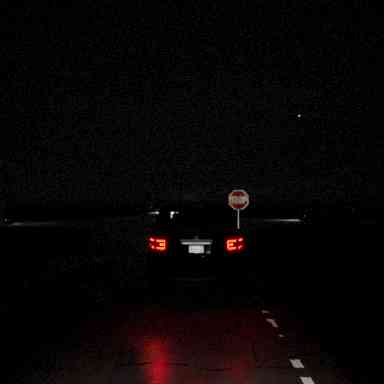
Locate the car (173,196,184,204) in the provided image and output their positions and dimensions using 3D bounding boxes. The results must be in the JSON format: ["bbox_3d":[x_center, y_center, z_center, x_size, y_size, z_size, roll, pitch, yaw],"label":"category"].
[{"bbox_3d":[-2.761,1.599,69.177,2.033,1.411,5.357,0,0,0],"label":"car"}]

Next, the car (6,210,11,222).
[{"bbox_3d":[-15.424,1.424,23.602,4.553,1.767,2.097,0,-1,-2],"label":"car"}]

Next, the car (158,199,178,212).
[{"bbox_3d":[-2.839,1.590,40.091,1.994,1.385,4.181,0,0,0],"label":"car"}]

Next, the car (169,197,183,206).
[{"bbox_3d":[-2.788,1.592,58.686,2.033,1.411,5.357,0,0,1],"label":"car"}]

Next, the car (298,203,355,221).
[{"bbox_3d":[10.737,1.565,26.676,4.181,1.385,1.994,0,-1,0],"label":"car"}]

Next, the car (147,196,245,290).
[{"bbox_3d":[0.098,1.225,9.238,2.150,2.045,5.566,0,0,0],"label":"car"}]

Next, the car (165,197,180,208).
[{"bbox_3d":[-2.835,1.513,48.923,1.882,1.535,5.008,0,0,0],"label":"car"}]
